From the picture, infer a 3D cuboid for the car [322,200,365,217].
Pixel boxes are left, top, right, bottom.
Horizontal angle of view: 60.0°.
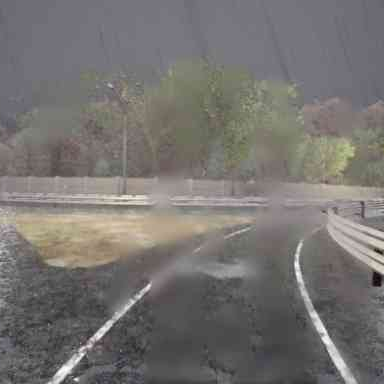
[{"bbox_3d":[13.810,1.447,30.258,5.357,1.411,2.033,0,1,-42],"label":"car"}]
